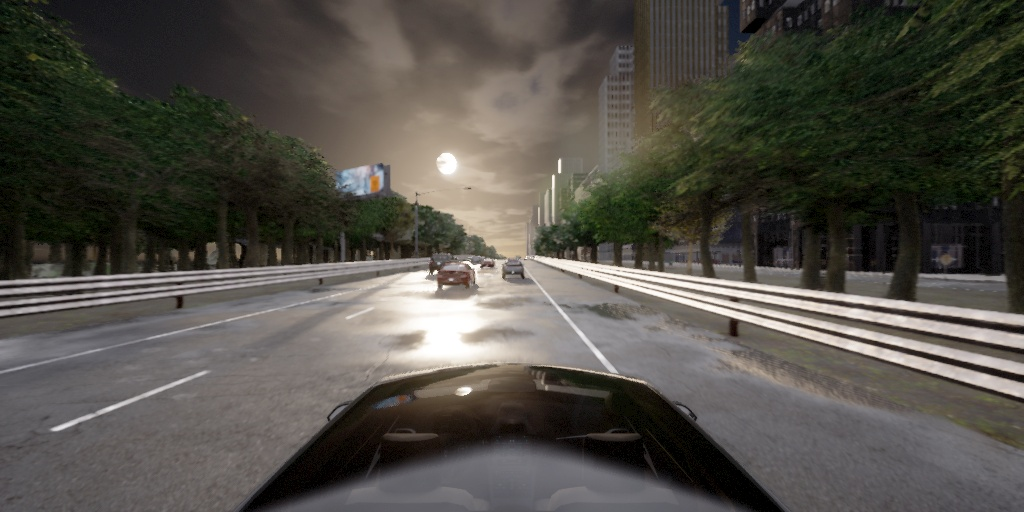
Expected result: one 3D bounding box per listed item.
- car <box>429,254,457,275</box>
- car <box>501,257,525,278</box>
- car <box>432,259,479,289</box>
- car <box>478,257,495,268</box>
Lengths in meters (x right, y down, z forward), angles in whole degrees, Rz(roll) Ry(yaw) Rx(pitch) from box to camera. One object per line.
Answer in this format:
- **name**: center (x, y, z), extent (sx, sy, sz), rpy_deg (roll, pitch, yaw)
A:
- **car**: center (-6.904, 0.788, 36.483), extent (2.150, 2.045, 5.566), rpy_deg (0, 1, 0)
- **car**: center (0.097, 1.095, 31.690), extent (2.128, 1.511, 4.902), rpy_deg (0, 0, 0)
- **car**: center (-3.401, 1.151, 22.563), extent (1.882, 1.535, 5.008), rpy_deg (0, 0, 0)
- **car**: center (-3.403, 1.024, 51.692), extent (1.895, 1.301, 4.718), rpy_deg (0, 1, 0)
